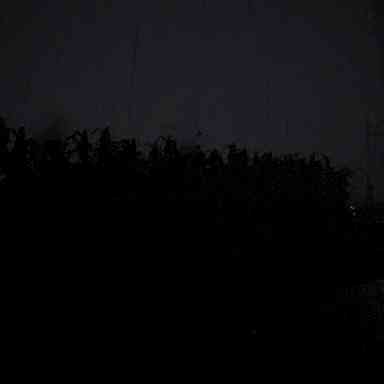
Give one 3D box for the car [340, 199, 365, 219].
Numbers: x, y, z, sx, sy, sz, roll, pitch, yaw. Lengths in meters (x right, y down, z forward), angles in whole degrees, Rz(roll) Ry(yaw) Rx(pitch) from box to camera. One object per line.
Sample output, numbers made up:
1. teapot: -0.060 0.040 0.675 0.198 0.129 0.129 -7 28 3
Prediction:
1. car: 12.969 1.393 29.799 2.097 1.767 4.553 0 0 -36
